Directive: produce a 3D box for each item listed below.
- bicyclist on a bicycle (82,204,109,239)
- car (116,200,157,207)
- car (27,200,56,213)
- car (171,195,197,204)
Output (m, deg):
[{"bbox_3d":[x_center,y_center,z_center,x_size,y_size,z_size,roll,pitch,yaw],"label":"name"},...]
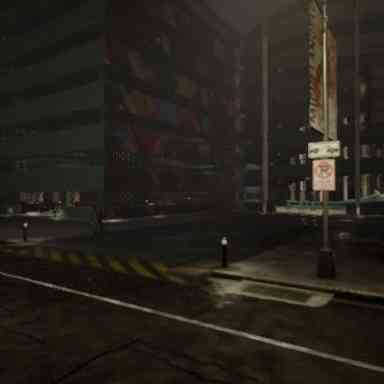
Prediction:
[{"bbox_3d":[-4.636,1.429,16.126,0.582,1.620,1.656,0,-1,34],"label":"bicyclist on a bicycle"},{"bbox_3d":[-5.597,1.596,35.773,4.674,1.452,2.002,0,-1,34],"label":"car"},{"bbox_3d":[-18.026,1.738,39.127,4.786,1.482,2.161,0,-1,34],"label":"car"},{"bbox_3d":[-1.644,1.508,64.383,5.566,2.045,2.435,0,-1,34],"label":"car"}]
